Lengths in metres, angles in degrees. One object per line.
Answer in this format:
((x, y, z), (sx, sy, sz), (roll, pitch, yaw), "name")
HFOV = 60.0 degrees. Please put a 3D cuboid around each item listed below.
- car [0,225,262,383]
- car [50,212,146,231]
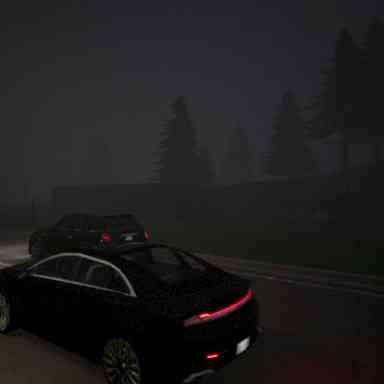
((-1.365, 1.533, 5.207), (4.902, 1.511, 2.128), (0, 0, 36), "car")
((-3.564, 1.443, 11.260), (4.553, 1.767, 2.097), (0, -1, 37), "car")
